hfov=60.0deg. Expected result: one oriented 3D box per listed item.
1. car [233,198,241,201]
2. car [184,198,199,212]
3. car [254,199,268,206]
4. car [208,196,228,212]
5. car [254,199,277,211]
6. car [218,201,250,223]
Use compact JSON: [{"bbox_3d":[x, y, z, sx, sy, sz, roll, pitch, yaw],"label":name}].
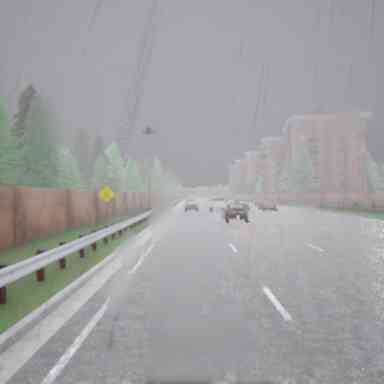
[{"bbox_3d":[6.943,1.923,46.790,1.812,1.442,4.674,0,0,0],"label":"car"},{"bbox_3d":[-0.047,1.943,45.619,1.812,1.442,4.674,0,0,0],"label":"car"},{"bbox_3d":[13.800,2.147,66.773,1.895,1.301,4.718,0,-1,0],"label":"car"},{"bbox_3d":[3.445,1.625,45.606,2.150,2.045,5.566,0,0,0],"label":"car"},{"bbox_3d":[10.447,1.944,46.468,1.994,1.385,4.181,0,0,0],"label":"car"},{"bbox_3d":[3.575,1.746,28.245,1.837,1.490,4.892,0,-1,0],"label":"car"}]
